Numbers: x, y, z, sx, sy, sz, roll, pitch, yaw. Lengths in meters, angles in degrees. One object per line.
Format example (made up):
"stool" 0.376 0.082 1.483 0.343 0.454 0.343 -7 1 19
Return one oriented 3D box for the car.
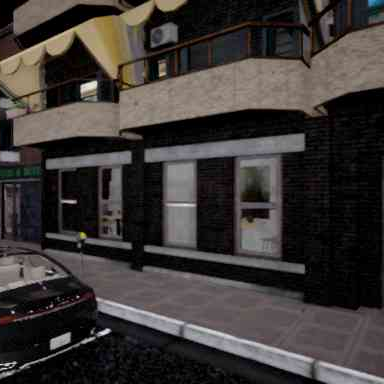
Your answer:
"car" -3.354 1.557 5.269 4.403 1.369 2.008 0 0 36
